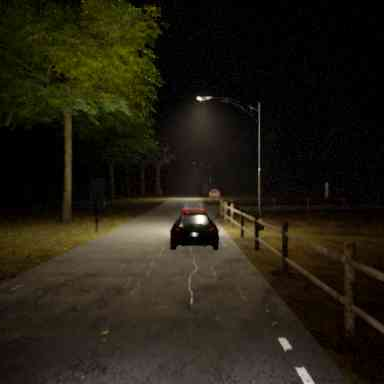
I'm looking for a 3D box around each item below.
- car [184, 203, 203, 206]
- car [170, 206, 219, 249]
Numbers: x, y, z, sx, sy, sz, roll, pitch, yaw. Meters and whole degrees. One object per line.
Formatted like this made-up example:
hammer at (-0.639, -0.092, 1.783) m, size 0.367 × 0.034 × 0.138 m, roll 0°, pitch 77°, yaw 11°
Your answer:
car at (0.102, 1.520, 25.627) m, size 1.895 × 1.301 × 4.718 m, roll 0°, pitch 0°, yaw 0°
car at (0.100, 1.545, 14.446) m, size 1.994 × 1.385 × 4.181 m, roll 0°, pitch 0°, yaw 0°
